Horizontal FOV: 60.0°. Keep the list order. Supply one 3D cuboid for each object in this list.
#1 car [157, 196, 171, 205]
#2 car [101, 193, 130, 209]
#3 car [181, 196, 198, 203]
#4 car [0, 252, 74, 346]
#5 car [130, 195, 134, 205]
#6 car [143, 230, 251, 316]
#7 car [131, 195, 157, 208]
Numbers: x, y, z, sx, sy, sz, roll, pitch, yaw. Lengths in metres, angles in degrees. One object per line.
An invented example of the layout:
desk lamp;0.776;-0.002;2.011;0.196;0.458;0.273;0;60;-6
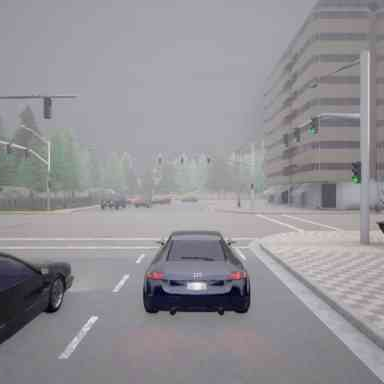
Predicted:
car;-5.254;1.468;58.395;1.882;1.535;5.008;0;0;17
car;-10.404;1.214;44.430;2.150;2.045;5.566;0;0;2
car;-0.472;1.548;69.463;1.994;1.385;4.181;0;0;31
car;-3.426;1.547;4.599;2.033;1.411;5.357;0;0;0
car;-9.582;1.343;53.863;2.097;1.767;4.553;0;0;8
car;0.094;1.563;7.632;1.994;1.385;4.181;0;0;0
car;-6.828;1.540;48.088;2.033;1.411;5.357;0;0;2
